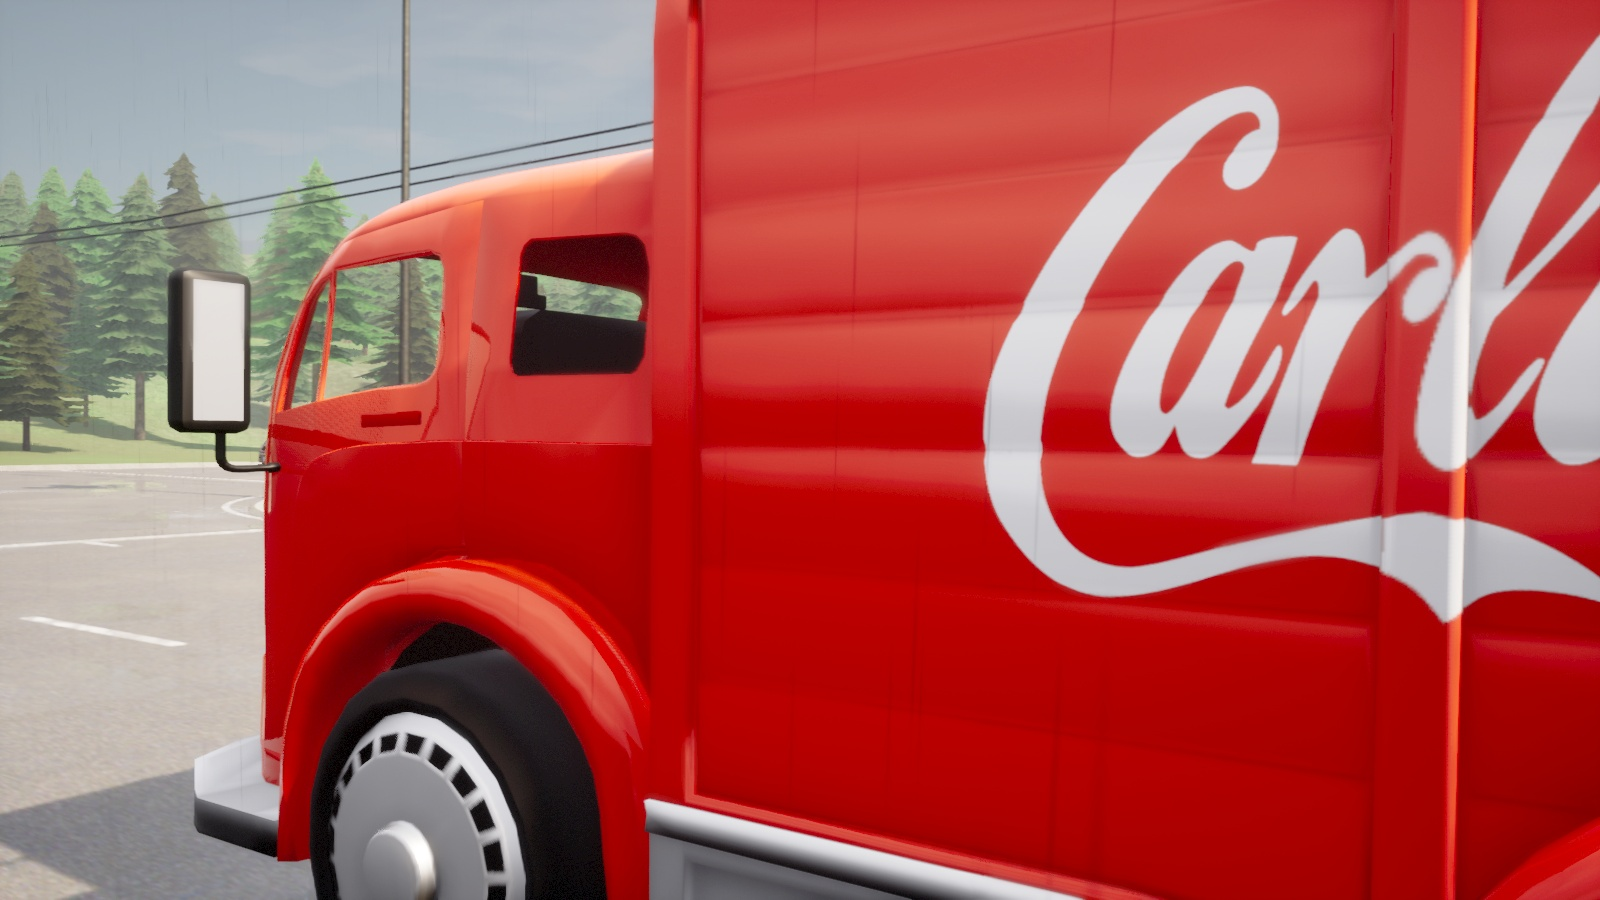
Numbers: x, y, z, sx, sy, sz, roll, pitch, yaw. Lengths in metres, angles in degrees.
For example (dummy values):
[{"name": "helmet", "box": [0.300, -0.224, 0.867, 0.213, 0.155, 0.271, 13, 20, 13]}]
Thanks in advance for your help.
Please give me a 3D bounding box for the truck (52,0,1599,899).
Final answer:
[{"name": "truck", "box": [0.922, 0.195, 3.001, 5.204, 2.467, 2.627, 0, 1, 34]}]
